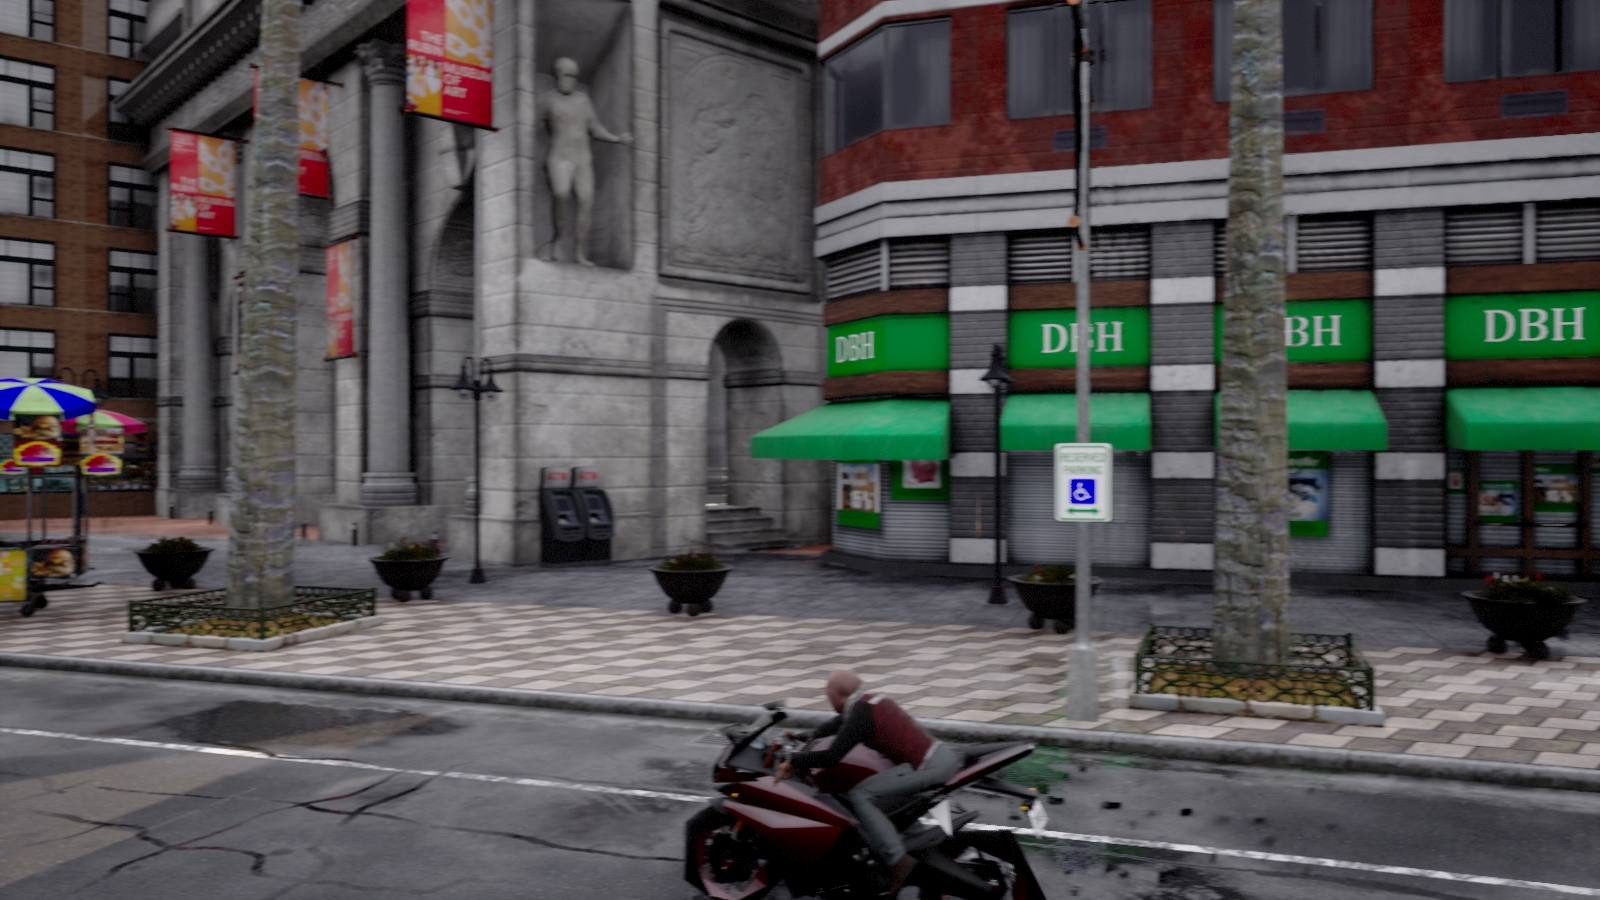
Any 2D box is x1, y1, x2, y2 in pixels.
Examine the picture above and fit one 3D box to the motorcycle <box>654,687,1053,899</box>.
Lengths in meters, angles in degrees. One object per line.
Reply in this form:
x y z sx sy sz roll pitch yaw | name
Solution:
0.323 2.199 6.791 2.209 1.251 0.867 0 0 20 | motorcycle
